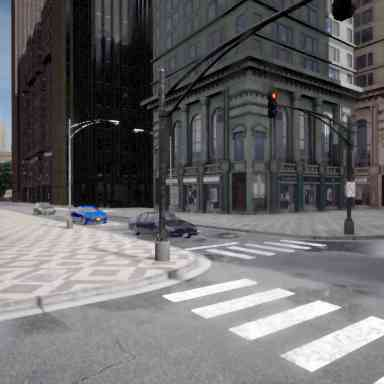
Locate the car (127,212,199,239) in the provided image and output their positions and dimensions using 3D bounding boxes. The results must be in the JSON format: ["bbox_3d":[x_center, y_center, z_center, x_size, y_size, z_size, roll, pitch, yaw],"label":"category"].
[{"bbox_3d":[-1.837,1.814,18.698,2.033,1.411,5.357,0,-1,-35],"label":"car"}]

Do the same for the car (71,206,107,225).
[{"bbox_3d":[-8.946,1.958,28.746,1.882,1.535,5.008,0,-1,-35],"label":"car"}]

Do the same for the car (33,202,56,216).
[{"bbox_3d":[-19.305,2.145,43.444,2.097,1.767,4.553,0,-1,-35],"label":"car"}]
